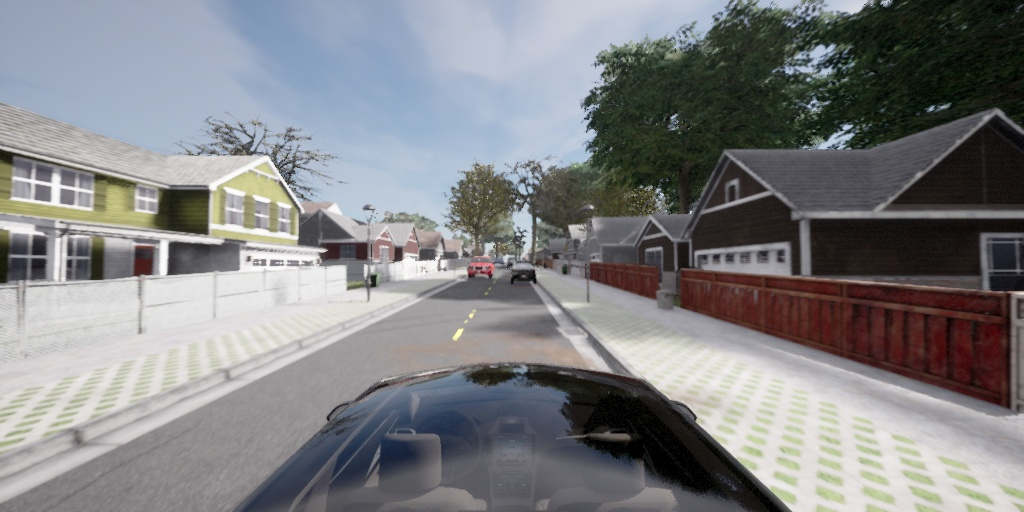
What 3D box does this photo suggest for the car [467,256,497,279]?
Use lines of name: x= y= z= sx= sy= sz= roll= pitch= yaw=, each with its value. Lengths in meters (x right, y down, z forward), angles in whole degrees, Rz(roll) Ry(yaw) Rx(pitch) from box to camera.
car: x=-2.851 y=1.022 z=33.735 sx=2.150 sy=2.045 sz=5.566 roll=0 pitch=0 yaw=0

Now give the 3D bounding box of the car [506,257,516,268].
car: x=-0.011 y=1.404 z=63.010 sx=1.882 sy=1.535 sz=5.008 roll=0 pitch=0 yaw=0

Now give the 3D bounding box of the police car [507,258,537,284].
police car: x=0.821 y=1.212 z=27.388 sx=1.930 sy=1.638 sz=5.238 roll=0 pitch=0 yaw=0
